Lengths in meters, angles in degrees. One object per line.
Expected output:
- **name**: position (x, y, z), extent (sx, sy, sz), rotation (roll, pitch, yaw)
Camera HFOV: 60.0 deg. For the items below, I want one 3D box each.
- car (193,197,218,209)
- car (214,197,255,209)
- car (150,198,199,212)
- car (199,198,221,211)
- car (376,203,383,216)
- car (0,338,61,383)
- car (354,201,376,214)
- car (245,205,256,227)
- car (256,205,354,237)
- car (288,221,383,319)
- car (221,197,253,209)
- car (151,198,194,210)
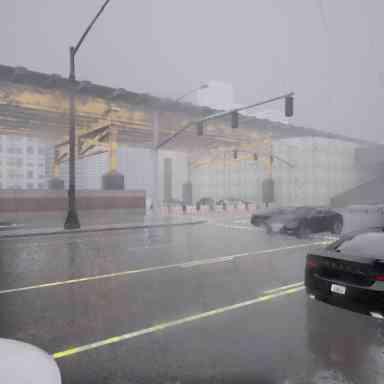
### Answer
- **car**: position (1.697, 1.295, 39.992), extent (1.853, 1.218, 4.536), rotation (0, 0, 18)
- **car**: position (5.558, 1.453, 43.737), extent (4.974, 1.542, 2.038), rotation (0, 0, -7)
- **car**: position (-2.039, 1.453, 37.225), extent (4.974, 1.542, 2.038), rotation (0, 0, 8)
- **car**: position (1.682, 1.453, 39.943), extent (2.038, 1.542, 4.974), rotation (0, 0, 18)
- **car**: position (19.911, 1.351, 31.867), extent (4.553, 1.767, 2.097), rotation (0, 0, -40)
- **car**: position (-3.059, 1.526, 1.555), extent (4.674, 1.442, 1.812), rotation (0, 0, -36)
- **car**: position (18.188, 1.601, 35.025), extent (4.718, 1.301, 1.895), rotation (0, 0, -40)
- **car**: position (5.816, 1.601, 21.260), extent (4.718, 1.301, 1.895), rotation (0, 0, -42)
- **car**: position (5.840, 1.493, 16.968), extent (4.902, 1.511, 2.128), rotation (0, 0, -37)
- **car**: position (4.464, 1.478, 7.030), extent (5.008, 1.535, 1.882), rotation (0, 0, -36)
- **car**: position (5.507, 1.295, 43.730), extent (4.536, 1.218, 1.853), rotation (0, 0, -7)
- **car**: position (-2.091, 1.295, 37.231), extent (4.536, 1.218, 1.853), rotation (0, 0, 8)
